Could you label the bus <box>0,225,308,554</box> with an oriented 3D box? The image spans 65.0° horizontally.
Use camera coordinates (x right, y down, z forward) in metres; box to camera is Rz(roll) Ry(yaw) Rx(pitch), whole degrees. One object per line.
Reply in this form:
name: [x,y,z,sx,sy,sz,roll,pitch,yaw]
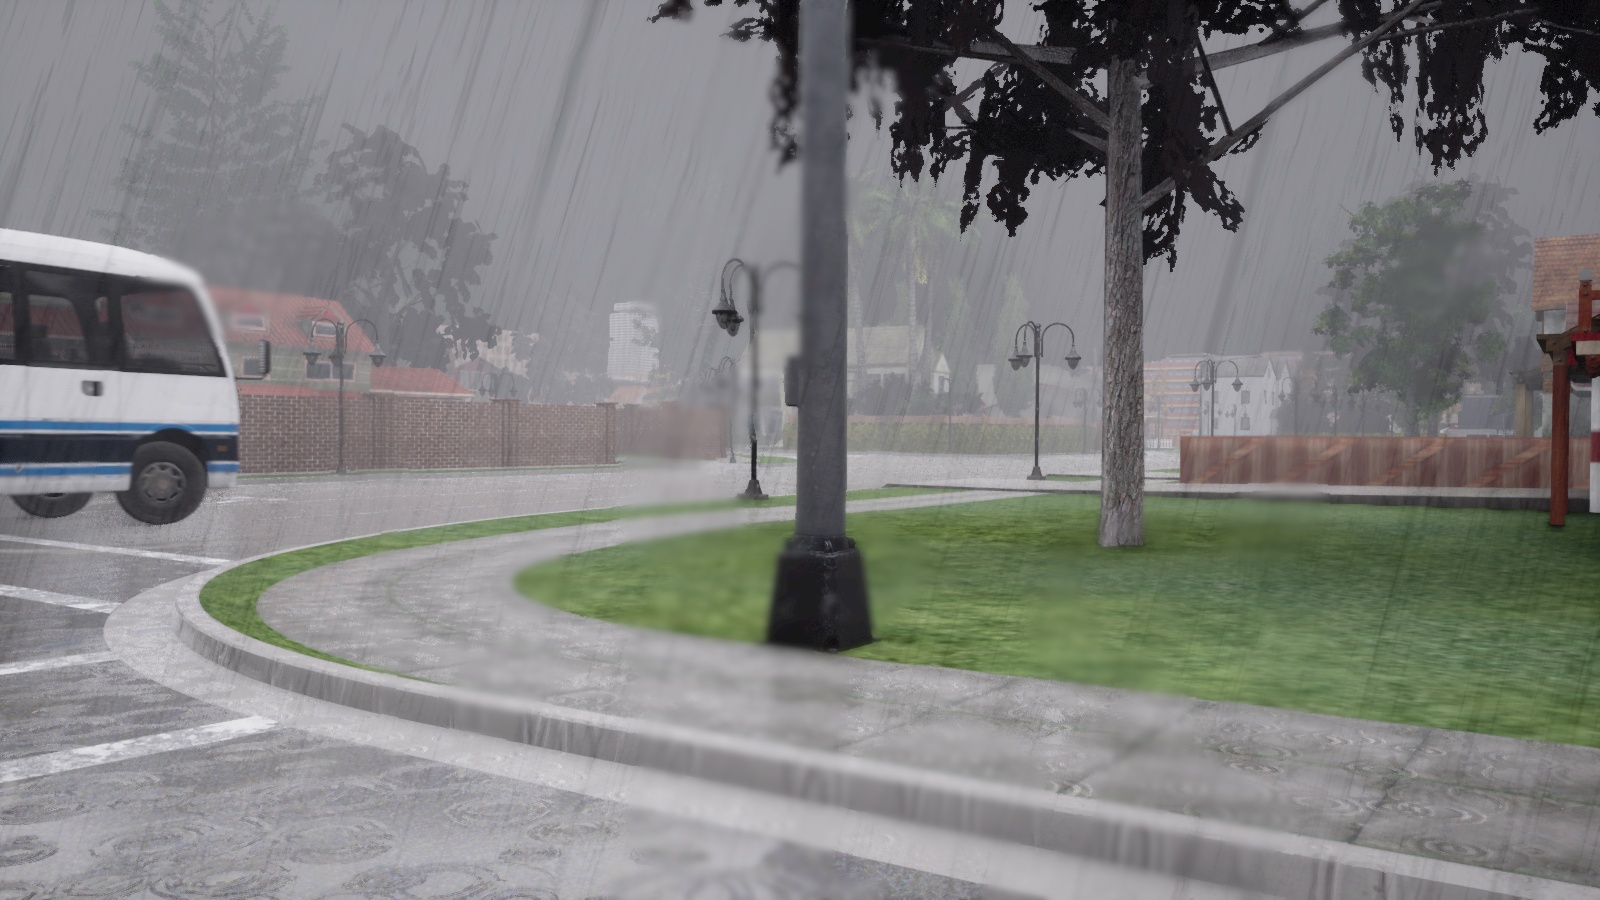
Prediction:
bus: [-12.196,-0.769,16.931,3.944,4.253,10.273,-1,0,27]
